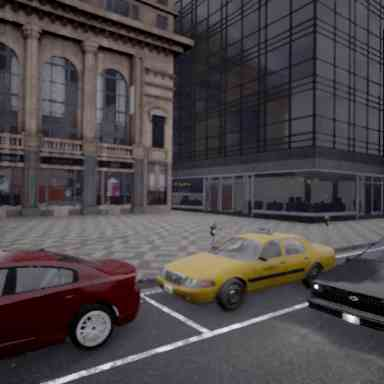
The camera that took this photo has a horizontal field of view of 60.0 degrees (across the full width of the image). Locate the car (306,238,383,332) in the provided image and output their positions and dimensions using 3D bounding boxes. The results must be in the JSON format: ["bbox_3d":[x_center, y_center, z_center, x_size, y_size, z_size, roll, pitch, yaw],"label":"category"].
[{"bbox_3d":[4.650,1.602,6.715,5.357,1.411,2.033,0,0,-35],"label":"car"}]

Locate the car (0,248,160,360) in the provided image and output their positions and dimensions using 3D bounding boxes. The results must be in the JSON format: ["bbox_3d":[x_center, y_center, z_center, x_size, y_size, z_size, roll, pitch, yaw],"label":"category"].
[{"bbox_3d":[-2.924,1.550,4.668,4.507,1.381,1.887,1,0,-36],"label":"car"}]

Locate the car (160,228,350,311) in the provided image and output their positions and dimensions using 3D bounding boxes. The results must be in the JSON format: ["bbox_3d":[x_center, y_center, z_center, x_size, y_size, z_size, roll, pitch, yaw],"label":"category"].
[{"bbox_3d":[1.508,1.568,7.849,4.829,1.417,1.752,0,0,-36],"label":"car"}]
